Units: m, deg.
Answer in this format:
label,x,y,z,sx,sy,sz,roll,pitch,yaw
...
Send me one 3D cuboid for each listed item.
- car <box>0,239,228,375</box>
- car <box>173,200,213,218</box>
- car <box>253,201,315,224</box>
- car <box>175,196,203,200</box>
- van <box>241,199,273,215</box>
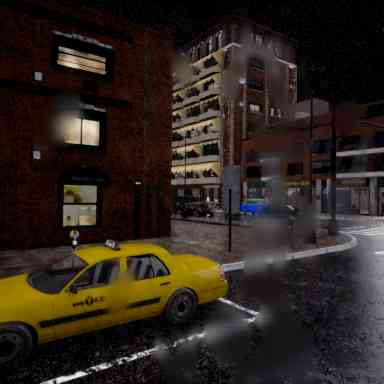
label,x,y,z,sx,sy,sz,roll,pitch,yaw
car,-1.595,1.526,5.572,4.829,1.417,1.752,0,1,-35
car,0.231,1.732,31.886,1.947,1.339,4.313,1,-1,-35
car,7.325,1.654,26.181,1.812,1.442,4.674,1,-1,-35
car,0.038,1.473,36.751,2.150,2.045,5.566,1,-1,-34
van,7.129,1.657,36.645,1.690,1.788,3.998,1,-1,-35
